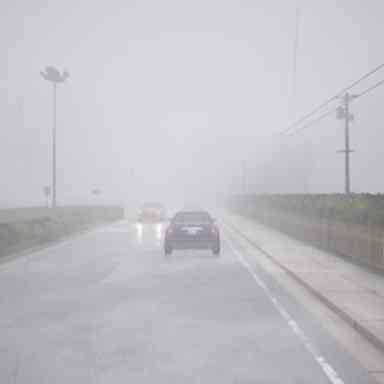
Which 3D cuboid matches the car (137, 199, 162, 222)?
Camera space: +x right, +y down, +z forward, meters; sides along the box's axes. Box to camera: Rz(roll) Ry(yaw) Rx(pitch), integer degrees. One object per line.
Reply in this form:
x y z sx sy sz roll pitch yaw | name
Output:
-3.481 1.625 29.068 2.097 1.767 4.553 0 0 0 | car

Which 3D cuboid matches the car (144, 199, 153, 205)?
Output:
-9.676 2.228 74.058 1.895 1.301 4.718 0 -1 -5 | car

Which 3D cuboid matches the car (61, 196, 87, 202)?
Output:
-26.131 1.851 73.720 5.566 2.045 2.150 0 -1 0 | car

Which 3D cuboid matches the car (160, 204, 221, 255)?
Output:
0.013 1.484 14.093 2.097 1.767 4.553 0 -1 0 | car

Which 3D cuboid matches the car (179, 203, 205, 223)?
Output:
0.027 1.771 29.314 2.128 1.511 4.902 0 0 0 | car
